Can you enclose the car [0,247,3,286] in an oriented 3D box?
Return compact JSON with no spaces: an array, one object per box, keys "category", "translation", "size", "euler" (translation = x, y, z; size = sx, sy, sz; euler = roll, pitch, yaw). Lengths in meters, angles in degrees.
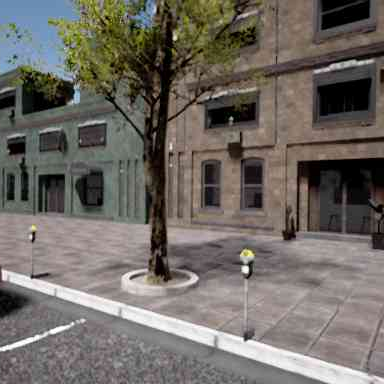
[{"category":"car","translation":[-6.089,1.195,6.830],"size":[5.566,2.045,2.150],"euler":[0,0,35]}]
